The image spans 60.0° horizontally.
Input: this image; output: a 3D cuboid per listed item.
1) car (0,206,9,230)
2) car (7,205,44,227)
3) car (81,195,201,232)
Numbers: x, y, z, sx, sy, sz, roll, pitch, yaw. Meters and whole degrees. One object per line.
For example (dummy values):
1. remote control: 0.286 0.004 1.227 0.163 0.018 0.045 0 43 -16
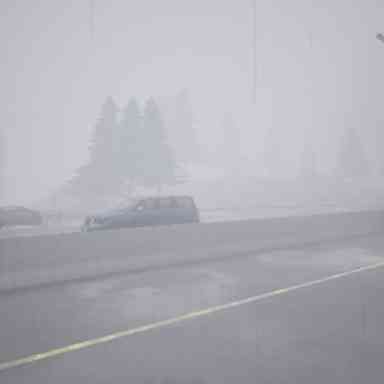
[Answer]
1. car: -12.169 1.601 16.804 4.718 1.301 1.895 0 0 -35
2. car: -11.829 1.549 21.338 4.181 1.385 1.994 0 0 -35
3. car: -2.154 1.184 15.344 5.566 2.045 2.150 -1 0 -35
